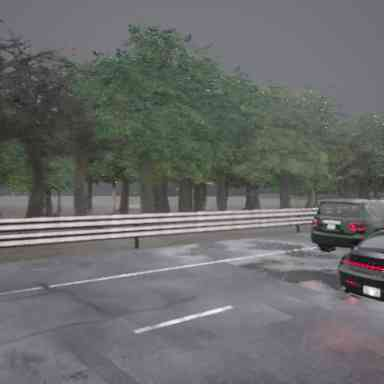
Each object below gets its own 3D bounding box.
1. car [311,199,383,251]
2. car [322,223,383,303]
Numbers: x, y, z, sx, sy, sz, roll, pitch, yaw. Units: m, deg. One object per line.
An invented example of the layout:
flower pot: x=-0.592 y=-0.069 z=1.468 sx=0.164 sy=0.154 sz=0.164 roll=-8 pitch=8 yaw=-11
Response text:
car: x=6.937 y=1.290 z=12.786 sx=5.566 sy=2.045 sz=2.150 roll=0 pitch=0 yaw=-34
car: x=5.218 y=1.550 z=7.358 sx=4.892 sy=1.490 sz=1.837 roll=0 pitch=0 yaw=-35
